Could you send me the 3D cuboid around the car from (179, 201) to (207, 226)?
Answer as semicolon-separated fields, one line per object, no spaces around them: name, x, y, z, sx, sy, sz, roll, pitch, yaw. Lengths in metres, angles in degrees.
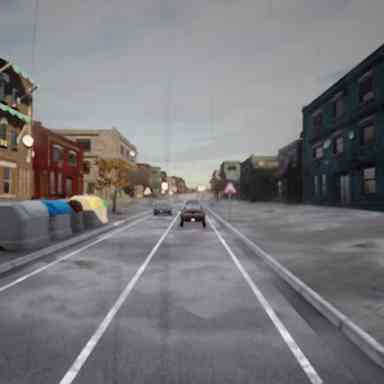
car;0.069;1.698;25.392;1.837;1.490;4.892;0;-1;0

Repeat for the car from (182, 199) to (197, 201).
car;0.007;1.812;47.539;2.033;1.649;4.856;0;0;0

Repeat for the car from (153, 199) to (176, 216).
car;-3.121;1.783;36.183;1.837;1.490;4.892;0;-1;0
